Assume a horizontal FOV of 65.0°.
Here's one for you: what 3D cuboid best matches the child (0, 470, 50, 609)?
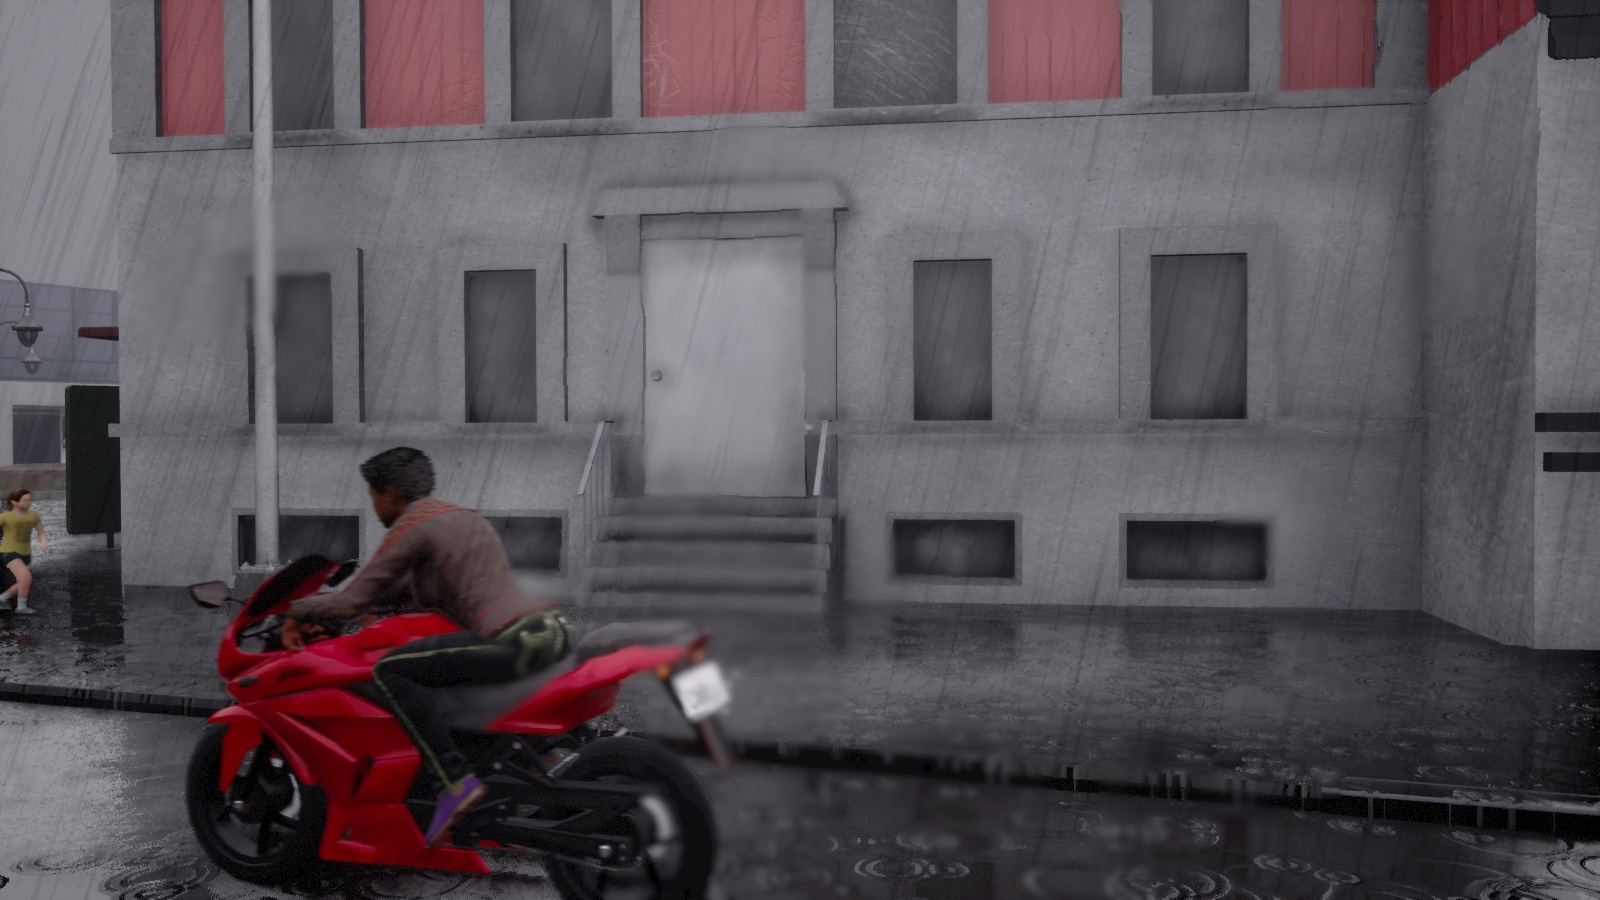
[{"bbox_3d":[-6.419,0.727,10.303,0.394,1.110,0.255,1,1,19],"label":"child"}]

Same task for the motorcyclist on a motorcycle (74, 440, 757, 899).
[{"bbox_3d":[-1.241,0.738,4.107,2.044,1.523,0.797,1,1,18],"label":"motorcyclist on a motorcycle"}]
